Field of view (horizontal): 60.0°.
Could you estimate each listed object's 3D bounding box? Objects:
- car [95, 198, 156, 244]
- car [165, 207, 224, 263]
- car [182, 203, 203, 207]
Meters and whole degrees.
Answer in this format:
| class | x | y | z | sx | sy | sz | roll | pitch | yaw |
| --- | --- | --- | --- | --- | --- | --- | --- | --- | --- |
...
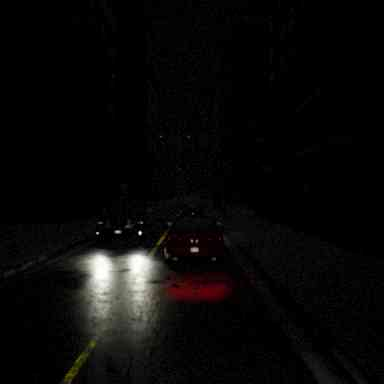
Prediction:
| class | x | y | z | sx | sy | sz | roll | pitch | yaw |
| --- | --- | --- | --- | --- | --- | --- | --- | --- | --- |
| car | -3.107 | 1.328 | 16.692 | 2.150 | 2.045 | 5.566 | 0 | 0 | 0 |
| car | 0.085 | 1.555 | 12.275 | 1.882 | 1.535 | 5.008 | 0 | 0 | 0 |
| car | 0.084 | 1.723 | 30.750 | 1.812 | 1.442 | 4.674 | 0 | 0 | 0 |
